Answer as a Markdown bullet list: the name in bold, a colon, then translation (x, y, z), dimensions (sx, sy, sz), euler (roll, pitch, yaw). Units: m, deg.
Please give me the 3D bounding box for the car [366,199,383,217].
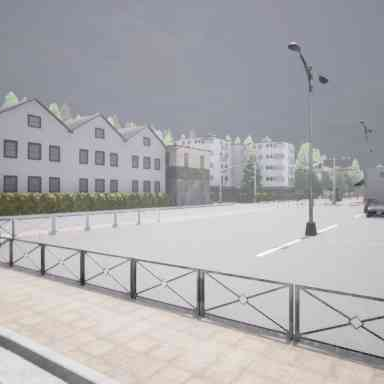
- **car**: translation (15.349, 1.298, 26.857), dimensions (2.007, 1.523, 4.514), euler (0, 0, 35)
